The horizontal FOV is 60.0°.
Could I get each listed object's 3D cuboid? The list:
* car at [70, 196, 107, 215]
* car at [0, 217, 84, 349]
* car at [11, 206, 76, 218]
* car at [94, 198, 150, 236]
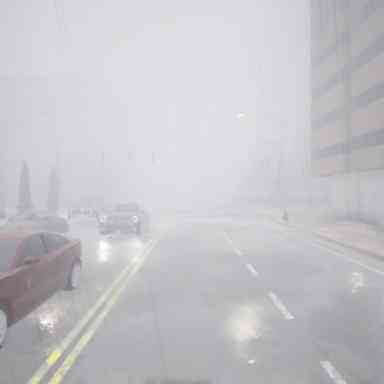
[{"bbox_3d":[-7.029,0.969,23.227,2.097,1.767,4.553,0,0,0],"label":"car"},{"bbox_3d":[-3.604,1.479,6.193,1.882,1.535,5.008,0,0,0],"label":"car"},{"bbox_3d":[-7.105,1.564,14.995,1.994,1.385,4.181,0,0,0],"label":"car"},{"bbox_3d":[-3.599,1.349,18.410,2.097,1.767,4.553,0,0,0],"label":"car"}]
